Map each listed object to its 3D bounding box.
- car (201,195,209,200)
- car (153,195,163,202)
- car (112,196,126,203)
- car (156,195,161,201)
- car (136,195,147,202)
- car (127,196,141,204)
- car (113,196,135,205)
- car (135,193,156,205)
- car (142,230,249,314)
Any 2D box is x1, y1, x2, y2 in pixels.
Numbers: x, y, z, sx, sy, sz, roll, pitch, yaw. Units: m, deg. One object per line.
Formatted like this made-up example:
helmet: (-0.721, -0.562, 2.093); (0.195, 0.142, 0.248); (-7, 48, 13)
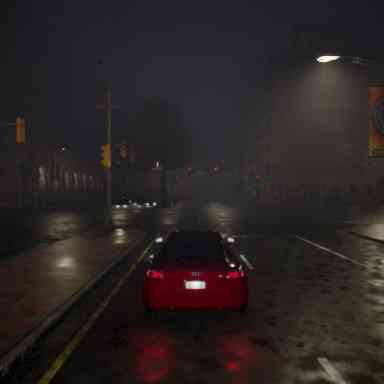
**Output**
car: (3.460, 1.509, 87.081); (1.994, 1.385, 4.181); (0, 0, 0)
car: (-8.036, 1.460, 78.561); (1.837, 1.490, 4.892); (0, 0, 0)
car: (-14.781, 1.561, 67.799); (1.895, 1.301, 4.718); (0, 0, 0)
car: (-8.036, 1.566, 68.357); (1.895, 1.301, 4.718); (0, 0, 0)
car: (-11.535, 1.439, 76.556); (1.882, 1.535, 5.008); (0, 0, 0)
car: (-11.557, 1.530, 66.137); (1.994, 1.385, 4.181); (0, 0, 0)
car: (-11.608, 1.535, 56.843); (1.994, 1.385, 4.181); (0, 0, 0)
car: (-8.107, 1.192, 58.558); (2.150, 2.045, 5.566); (0, 0, 0)
car: (0.071, 1.560, 7.694); (1.994, 1.385, 4.181); (0, 0, 0)
